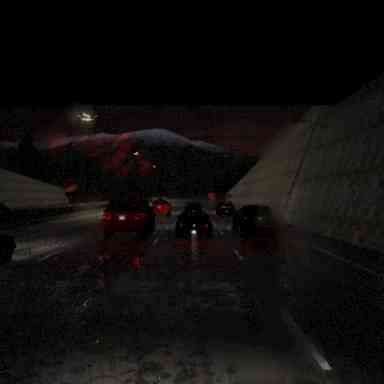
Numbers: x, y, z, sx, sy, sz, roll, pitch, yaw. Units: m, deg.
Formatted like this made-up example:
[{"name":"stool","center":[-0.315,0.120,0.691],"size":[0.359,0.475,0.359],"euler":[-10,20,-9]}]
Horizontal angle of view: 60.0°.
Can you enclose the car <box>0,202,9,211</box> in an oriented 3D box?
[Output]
[{"name":"car","center":[-17.583,1.581,28.240],"size":[2.097,1.767,4.553],"euler":[0,0,0]}]

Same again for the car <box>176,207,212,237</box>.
[{"name":"car","center":[0.106,1.757,19.162],"size":[1.895,1.301,4.718],"euler":[0,0,0]}]

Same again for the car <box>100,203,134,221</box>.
[{"name":"car","center":[-6.884,1.800,31.154],"size":[2.033,1.411,5.357],"euler":[0,0,0]}]

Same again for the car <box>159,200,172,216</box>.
[{"name":"car","center":[-3.380,1.649,36.646],"size":[2.097,1.767,4.553],"euler":[0,0,0]}]

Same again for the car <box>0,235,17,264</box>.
[{"name":"car","center":[-6.901,1.676,9.230],"size":[1.895,1.301,4.718],"euler":[0,0,0]}]

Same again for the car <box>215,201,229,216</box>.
[{"name":"car","center":[3.621,1.791,36.919],"size":[2.128,1.511,4.902],"euler":[0,0,0]}]

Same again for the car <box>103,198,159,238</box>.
[{"name":"car","center":[-3.394,1.374,18.798],"size":[2.150,2.045,5.566],"euler":[0,-1,0]}]

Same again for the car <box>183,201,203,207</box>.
[{"name":"car","center":[0.121,1.805,37.005],"size":[1.837,1.490,4.892],"euler":[0,0,0]}]

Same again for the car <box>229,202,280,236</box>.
[{"name":"car","center":[3.607,1.510,19.439],"size":[2.097,1.767,4.553],"euler":[0,0,0]}]
